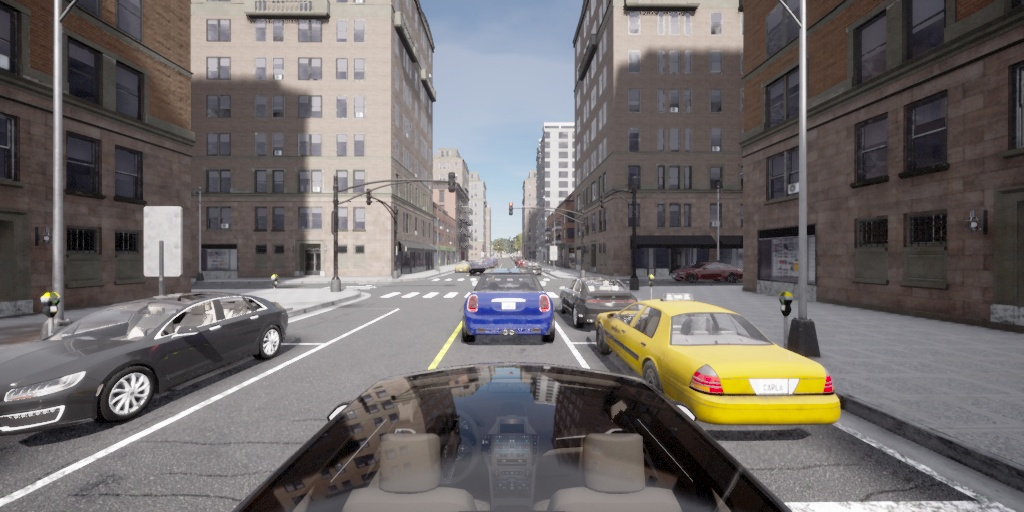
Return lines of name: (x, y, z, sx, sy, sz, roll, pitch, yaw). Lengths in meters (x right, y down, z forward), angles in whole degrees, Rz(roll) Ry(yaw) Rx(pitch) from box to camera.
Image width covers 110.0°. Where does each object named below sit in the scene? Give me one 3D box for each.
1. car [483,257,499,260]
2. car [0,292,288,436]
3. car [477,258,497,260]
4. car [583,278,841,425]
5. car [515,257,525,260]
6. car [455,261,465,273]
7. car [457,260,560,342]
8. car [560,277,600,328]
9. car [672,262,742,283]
car: (-3.497, 1.308, 56.807, 1.994, 1.385, 4.181, 0, 0, 0)
car: (-5.429, 1.300, 5.646, 2.007, 1.370, 4.403, 0, 0, -1)
car: (-3.385, 1.294, 46.787, 2.033, 1.411, 5.357, 0, 0, 0)
car: (2.602, 1.275, 5.914, 1.751, 1.417, 4.829, 0, 0, -1)
car: (1.928, 1.183, 60.749, 1.967, 1.591, 4.097, 0, 0, -1)
car: (-5.887, 1.272, 43.436, 1.751, 1.417, 4.829, 0, 0, -1)
car: (-0.084, 1.102, 9.905, 2.097, 1.767, 4.553, 0, 0, 0)
car: (2.534, 1.300, 11.150, 2.007, 1.370, 4.403, 0, 0, -1)
car: (13.931, 1.186, 25.926, 4.674, 1.442, 1.812, 0, 0, 1)
